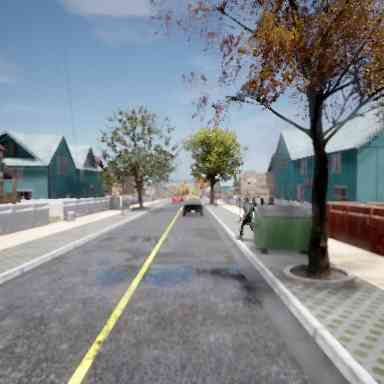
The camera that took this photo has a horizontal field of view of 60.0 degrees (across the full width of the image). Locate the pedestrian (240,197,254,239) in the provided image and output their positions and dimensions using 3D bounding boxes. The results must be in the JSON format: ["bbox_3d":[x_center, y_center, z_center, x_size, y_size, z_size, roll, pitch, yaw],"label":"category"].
[{"bbox_3d":[2.248,1.070,13.437,0.375,1.860,0.375,-2,2,-1],"label":"pedestrian"}]

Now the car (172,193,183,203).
[{"bbox_3d":[-2.707,1.195,65.558,2.150,2.045,5.566,0,0,0],"label":"car"}]

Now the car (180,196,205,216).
[{"bbox_3d":[0.098,1.378,30.766,1.837,1.490,4.892,0,0,0],"label":"car"}]

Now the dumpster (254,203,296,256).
[{"bbox_3d":[3.043,1.328,12.431,1.020,1.700,1.940,2,2,0],"label":"dumpster"}]
